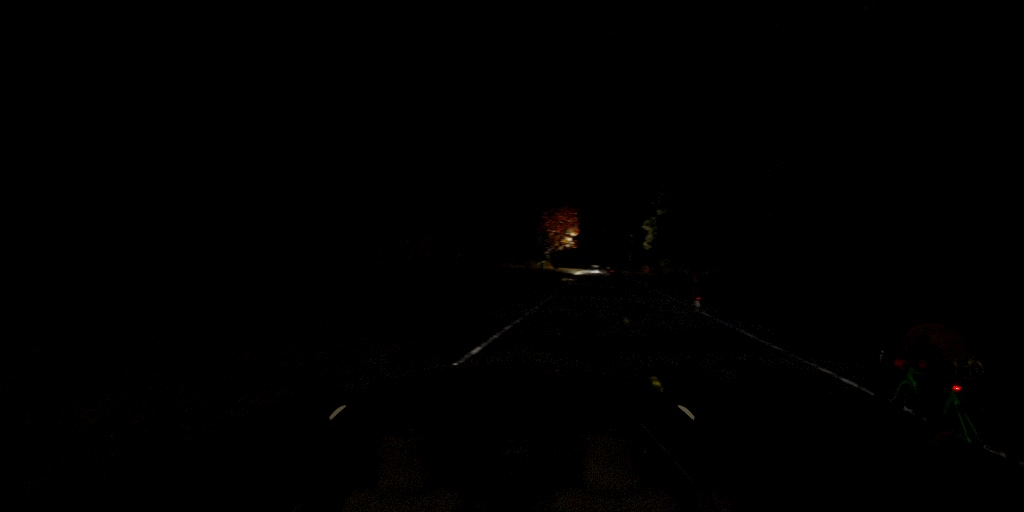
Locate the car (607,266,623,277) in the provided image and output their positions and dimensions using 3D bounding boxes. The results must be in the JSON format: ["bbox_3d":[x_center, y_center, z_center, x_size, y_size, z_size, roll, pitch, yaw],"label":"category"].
[{"bbox_3d":[16.523,2.566,56.918,1.994,1.385,4.181,2,-1,14],"label":"car"}]

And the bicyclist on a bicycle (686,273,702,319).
[{"bbox_3d":[7.226,1.549,14.339,0.659,1.776,1.843,2,0,13],"label":"bicyclist on a bicycle"}]

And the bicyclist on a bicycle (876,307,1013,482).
[{"bbox_3d":[4.764,1.423,4.068,0.582,1.620,1.656,2,-1,13],"label":"bicyclist on a bicycle"}]
